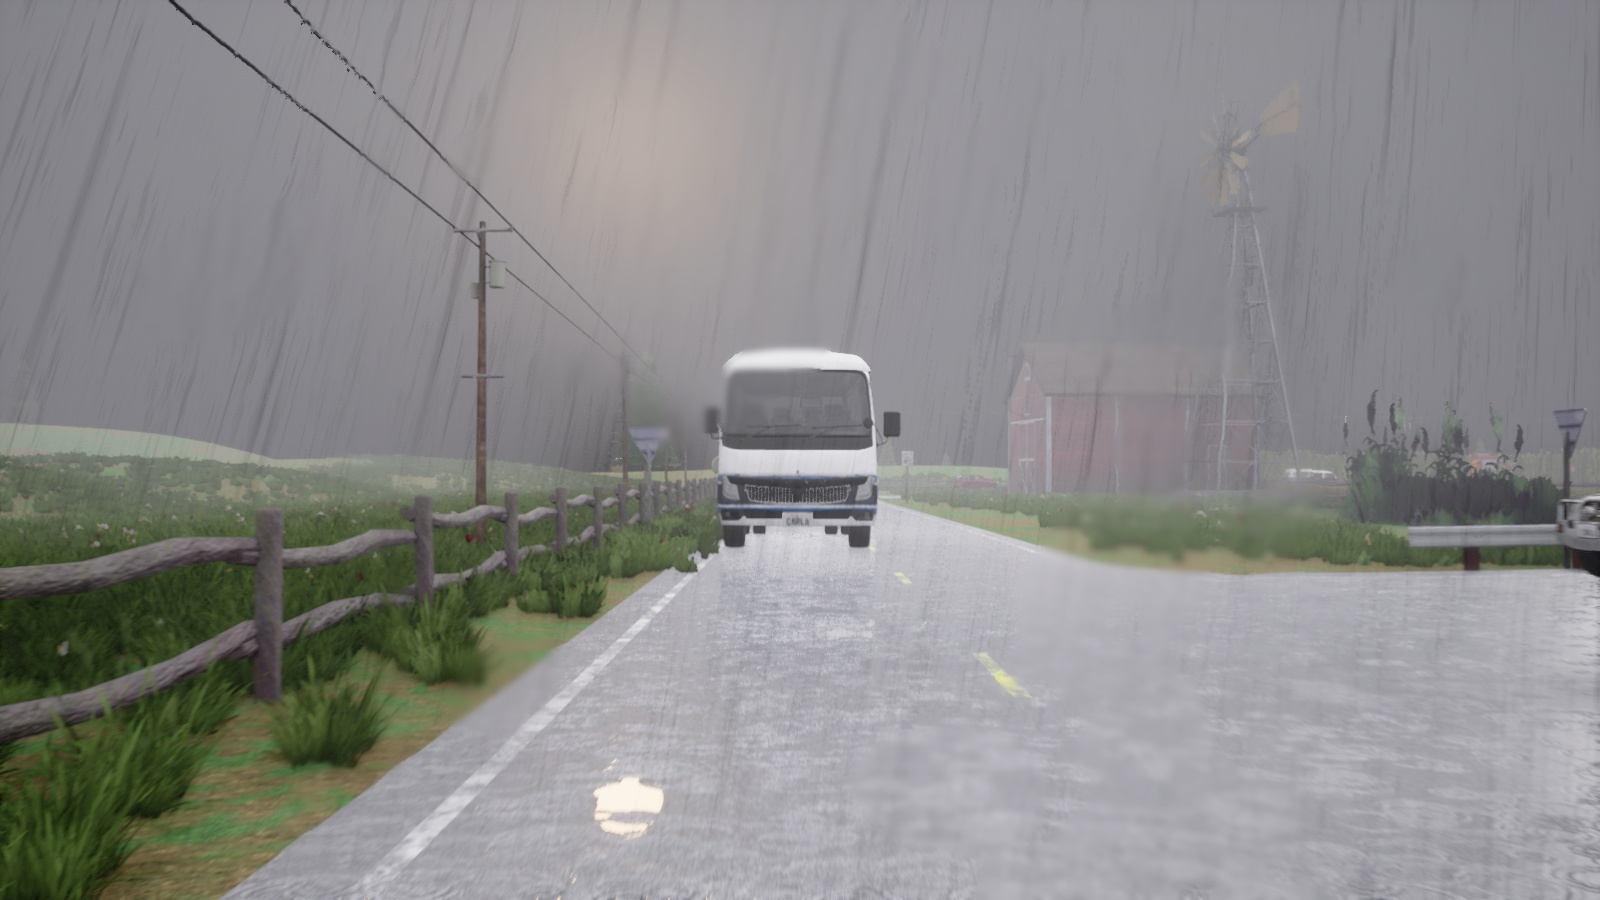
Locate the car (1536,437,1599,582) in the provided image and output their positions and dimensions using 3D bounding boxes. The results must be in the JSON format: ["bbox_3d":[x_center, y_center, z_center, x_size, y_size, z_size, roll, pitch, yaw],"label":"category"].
[{"bbox_3d":[12.525,0.708,16.409,4.605,1.855,1.932,-2,-1,1],"label":"car"}]

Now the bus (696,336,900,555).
[{"bbox_3d":[-0.086,-0.016,29.576,3.944,4.253,10.273,0,-1,-1],"label":"bus"}]
